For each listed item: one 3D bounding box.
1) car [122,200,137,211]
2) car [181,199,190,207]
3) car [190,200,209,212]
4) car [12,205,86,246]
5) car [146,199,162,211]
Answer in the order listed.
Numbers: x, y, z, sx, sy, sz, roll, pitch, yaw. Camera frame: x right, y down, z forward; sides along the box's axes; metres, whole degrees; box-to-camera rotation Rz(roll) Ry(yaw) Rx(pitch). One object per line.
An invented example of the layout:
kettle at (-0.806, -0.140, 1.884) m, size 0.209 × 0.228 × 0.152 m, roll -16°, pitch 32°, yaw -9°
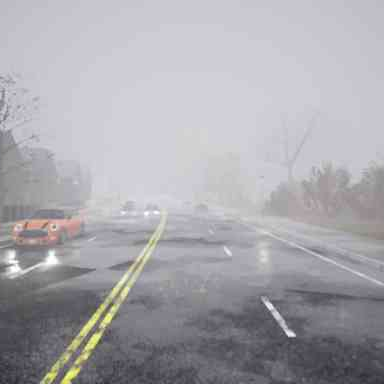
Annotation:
car at (-9.019, 2.012, 48.453) m, size 1.837 × 1.490 × 4.892 m, roll 0°, pitch -1°, yaw -5°
car at (-1.130, 2.179, 66.066) m, size 2.128 × 1.511 × 4.902 m, roll 0°, pitch -1°, yaw -7°
car at (1.180, 2.007, 46.019) m, size 1.812 × 1.442 × 4.674 m, roll 0°, pitch 0°, yaw -5°
car at (-6.867, 1.542, 16.424) m, size 2.097 × 1.767 × 4.553 m, roll 0°, pitch -1°, yaw -1°
car at (-5.804, 2.113, 49.029) m, size 1.895 × 1.301 × 4.718 m, roll 0°, pitch -1°, yaw -5°
